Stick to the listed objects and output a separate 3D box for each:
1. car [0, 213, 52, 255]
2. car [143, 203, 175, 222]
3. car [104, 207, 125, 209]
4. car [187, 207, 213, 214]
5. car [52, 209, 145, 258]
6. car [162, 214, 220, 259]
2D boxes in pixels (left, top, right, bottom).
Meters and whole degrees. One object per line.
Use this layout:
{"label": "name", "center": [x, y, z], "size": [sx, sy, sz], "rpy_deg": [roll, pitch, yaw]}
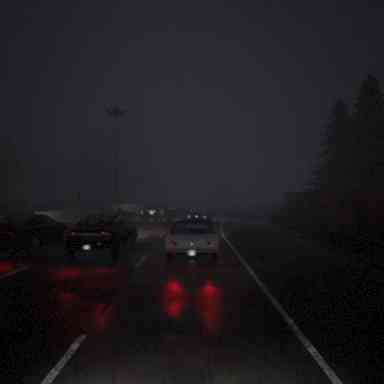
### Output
{"label": "car", "center": [-6.954, 1.639, 14.219], "size": [1.882, 1.535, 5.008], "rpy_deg": [0, 0, 1]}
{"label": "car", "center": [-2.792, 1.663, 27.509], "size": [2.097, 1.767, 4.553], "rpy_deg": [0, -1, 8]}
{"label": "car", "center": [-6.315, 1.915, 27.674], "size": [1.895, 1.301, 4.718], "rpy_deg": [0, -1, 7]}
{"label": "car", "center": [0.653, 1.907, 26.988], "size": [1.895, 1.301, 4.718], "rpy_deg": [0, -1, 7]}
{"label": "car", "center": [-3.471, 1.646, 13.471], "size": [2.128, 1.511, 4.902], "rpy_deg": [0, 0, 1]}
{"label": "car", "center": [0.022, 1.752, 13.216], "size": [1.895, 1.301, 4.718], "rpy_deg": [0, -1, 1]}
